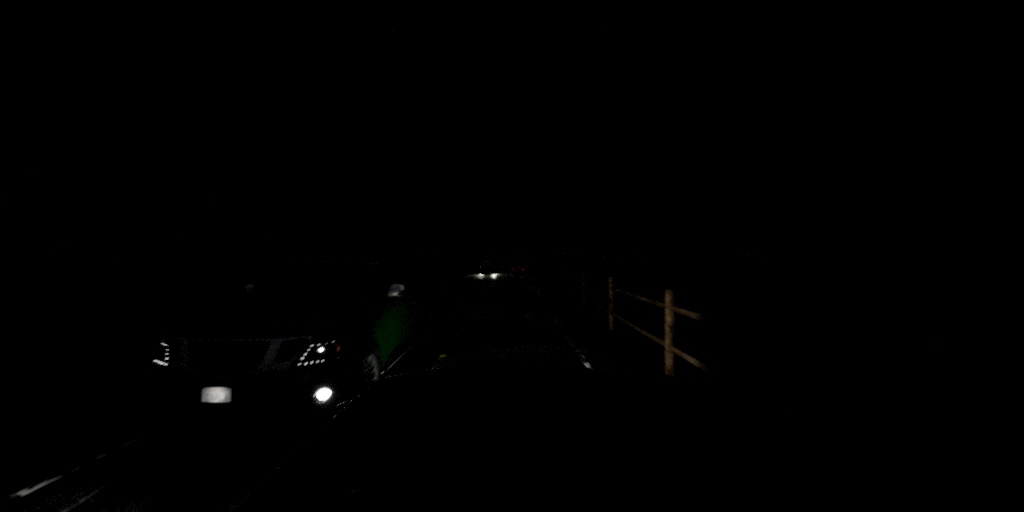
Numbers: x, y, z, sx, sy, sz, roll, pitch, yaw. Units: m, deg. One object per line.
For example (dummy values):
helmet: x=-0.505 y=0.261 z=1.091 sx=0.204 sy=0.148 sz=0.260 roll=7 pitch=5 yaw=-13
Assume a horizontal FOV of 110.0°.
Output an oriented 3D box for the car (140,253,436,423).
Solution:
car: x=-2.835 y=0.970 z=6.213 sx=2.150 sy=2.045 sz=5.566 roll=0 pitch=0 yaw=0

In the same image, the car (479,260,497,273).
car: x=-2.844 y=1.227 z=42.869 sx=1.882 sy=1.535 sz=5.008 roll=0 pitch=0 yaw=0

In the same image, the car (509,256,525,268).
car: x=0.952 y=0.969 z=61.122 sx=2.150 sy=2.045 sz=5.566 roll=0 pitch=0 yaw=0
